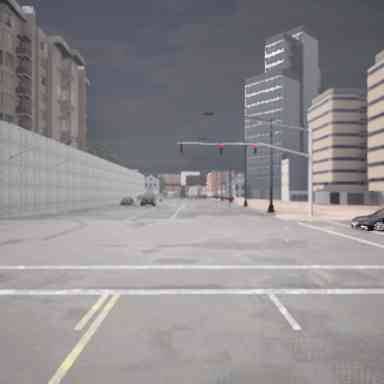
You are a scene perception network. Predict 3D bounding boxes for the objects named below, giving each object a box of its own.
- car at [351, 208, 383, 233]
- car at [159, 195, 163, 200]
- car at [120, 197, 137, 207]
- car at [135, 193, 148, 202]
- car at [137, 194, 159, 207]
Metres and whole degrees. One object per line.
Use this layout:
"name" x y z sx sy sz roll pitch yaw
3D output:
"car" 12.004 1.621 19.633 4.892 1.490 1.837 -2 0 0
"car" -7.135 1.346 70.553 1.812 1.442 4.674 0 0 0
"car" -10.678 1.666 55.056 1.837 1.490 4.892 0 0 0
"car" -10.635 1.177 70.577 2.097 1.767 4.553 0 0 0
"car" -7.181 1.383 54.988 2.150 2.045 5.566 0 0 0
